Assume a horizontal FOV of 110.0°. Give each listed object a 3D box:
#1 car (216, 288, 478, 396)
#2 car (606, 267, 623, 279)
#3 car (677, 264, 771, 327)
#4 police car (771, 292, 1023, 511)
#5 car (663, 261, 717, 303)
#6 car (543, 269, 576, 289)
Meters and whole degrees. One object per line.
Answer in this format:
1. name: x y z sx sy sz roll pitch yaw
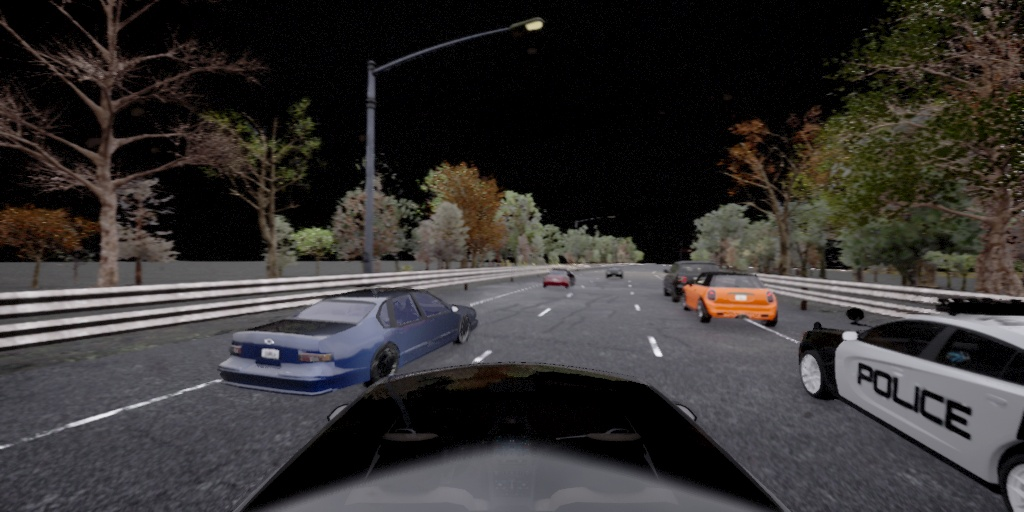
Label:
1. car: -2.408 1.335 6.994 2.033 1.411 5.357 0 -1 16
2. car: 12.170 2.004 42.357 1.895 1.301 4.718 0 -1 18
3. car: 7.588 1.325 12.981 2.097 1.767 4.553 0 -1 16
4. police car: 4.901 1.253 3.624 1.930 1.638 5.238 0 -1 16
5. car: 9.299 1.290 18.717 2.150 2.045 5.566 0 -1 17
6. car: 3.656 1.676 27.340 1.994 1.385 4.181 0 -1 17
